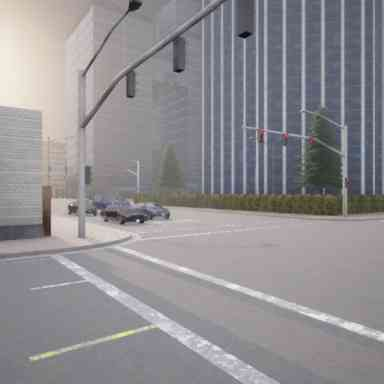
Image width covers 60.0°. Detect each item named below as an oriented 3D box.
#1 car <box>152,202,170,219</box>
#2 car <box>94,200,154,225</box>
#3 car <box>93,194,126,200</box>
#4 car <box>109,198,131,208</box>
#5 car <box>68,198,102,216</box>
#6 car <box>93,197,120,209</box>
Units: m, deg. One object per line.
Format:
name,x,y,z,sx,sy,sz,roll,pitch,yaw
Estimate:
car,-3.705,1.581,29.051,1.812,1.442,4.674,0,0,-36
car,-5.299,1.603,25.237,2.033,1.411,5.357,0,0,-36
car,-9.368,1.277,36.922,2.150,2.045,5.566,0,0,-36
car,-11.270,1.619,51.878,1.994,1.385,4.181,0,0,-36
car,-10.970,1.560,33.146,1.837,1.490,4.892,0,0,-36
car,-12.198,1.547,47.172,2.128,1.511,4.902,0,0,-36
